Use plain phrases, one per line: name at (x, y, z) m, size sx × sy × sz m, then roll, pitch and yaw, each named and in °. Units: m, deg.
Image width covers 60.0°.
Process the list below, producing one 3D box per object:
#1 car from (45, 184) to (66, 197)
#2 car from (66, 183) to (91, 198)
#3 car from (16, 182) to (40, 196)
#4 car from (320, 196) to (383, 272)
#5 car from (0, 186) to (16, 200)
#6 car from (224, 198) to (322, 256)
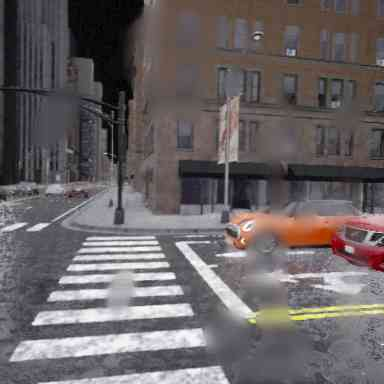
car at (-16.984, -0.225, 41.593) m, size 1.812 × 1.442 × 4.674 m, roll 1°, pitch 2°, yaw -11°
car at (-13.320, -0.250, 39.811) m, size 2.097 × 1.767 × 4.553 m, roll 1°, pitch 2°, yaw -11°
car at (-20.310, -0.456, 40.834) m, size 2.097 × 1.767 × 4.553 m, roll 1°, pitch 2°, yaw -11°
car at (6.425, 1.024, 8.294) m, size 5.566 × 2.045 × 2.150 m, roll 1°, pitch 2°, yaw -10°
car at (-18.186, 0.141, 30.168) m, size 2.033 × 1.411 × 5.357 m, roll 1°, pitch 2°, yaw -11°
car at (3.409, 0.999, 11.020) m, size 4.553 × 1.767 × 2.097 m, roll 1°, pitch 2°, yaw -11°
